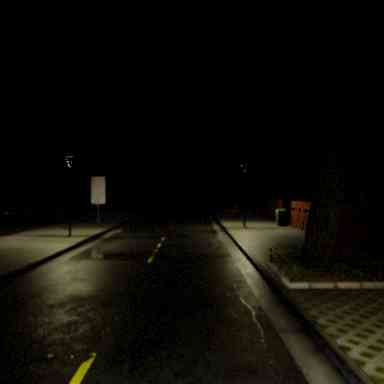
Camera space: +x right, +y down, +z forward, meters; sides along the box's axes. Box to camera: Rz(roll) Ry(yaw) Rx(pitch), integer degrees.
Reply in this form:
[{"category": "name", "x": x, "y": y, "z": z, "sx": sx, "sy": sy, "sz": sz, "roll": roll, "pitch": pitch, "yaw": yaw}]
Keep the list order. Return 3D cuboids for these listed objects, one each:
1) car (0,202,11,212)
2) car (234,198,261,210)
[{"category": "car", "x": -19.936, "y": 1.217, "z": 31.501, "sx": 5.008, "sy": 1.535, "sz": 1.882, "roll": 1, "pitch": 0, "yaw": -20}, {"category": "car", "x": 7.600, "y": 1.571, "z": 41.532, "sx": 4.892, "sy": 1.490, "sz": 1.837, "roll": 1, "pitch": 0, "yaw": -20}]
